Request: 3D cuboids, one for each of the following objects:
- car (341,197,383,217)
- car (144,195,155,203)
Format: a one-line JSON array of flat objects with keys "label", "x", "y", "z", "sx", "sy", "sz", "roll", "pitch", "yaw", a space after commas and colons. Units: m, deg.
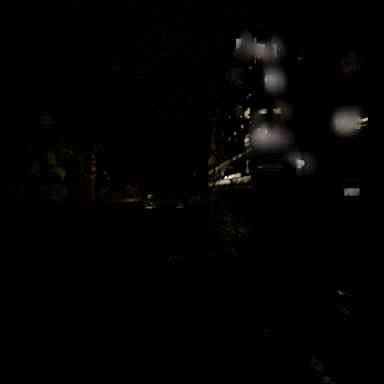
[{"label": "car", "x": 14.066, "y": 1.125, "z": 25.688, "sx": 4.674, "sy": 1.442, "sz": 1.812, "roll": -1, "pitch": 0, "yaw": 15}, {"label": "car", "x": -8.444, "y": 1.404, "z": 66.945, "sx": 2.128, "sy": 1.511, "sz": 4.902, "roll": 0, "pitch": 0, "yaw": -2}]
